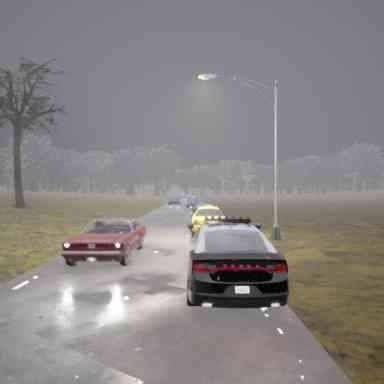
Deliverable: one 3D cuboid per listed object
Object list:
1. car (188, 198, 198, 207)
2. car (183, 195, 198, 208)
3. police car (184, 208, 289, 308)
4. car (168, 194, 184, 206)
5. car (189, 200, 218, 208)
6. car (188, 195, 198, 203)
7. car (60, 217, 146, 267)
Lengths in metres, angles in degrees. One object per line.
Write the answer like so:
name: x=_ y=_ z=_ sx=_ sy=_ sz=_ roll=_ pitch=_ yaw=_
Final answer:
car: x=0.879 y=1.450 z=24.009 sx=1.882 sy=1.535 sz=5.008 roll=0 pitch=0 yaw=0
car: x=0.139 y=1.461 z=45.845 sx=2.033 sy=1.411 sz=5.357 roll=0 pitch=0 yaw=1
police car: x=0.843 y=1.419 z=8.117 sx=1.930 sy=1.638 sz=5.238 roll=0 pitch=0 yaw=0
car: x=-2.727 y=1.436 z=52.715 sx=2.033 sy=1.411 sz=5.357 roll=0 pitch=0 yaw=0
car: x=0.866 y=1.437 z=18.197 sx=1.801 sy=1.575 sz=5.366 roll=0 pitch=0 yaw=0
car: x=0.143 y=1.366 z=63.165 sx=1.812 sy=1.442 sz=4.674 roll=0 pitch=0 yaw=0
car: x=-2.824 y=1.591 z=11.575 sx=1.895 sy=1.301 sz=4.718 roll=0 pitch=0 yaw=0
